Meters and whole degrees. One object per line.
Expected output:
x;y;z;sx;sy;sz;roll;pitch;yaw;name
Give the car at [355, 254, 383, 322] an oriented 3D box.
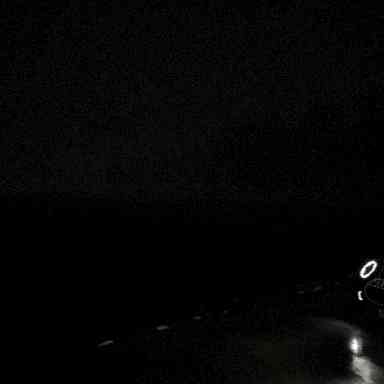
5.132;1.380;6.227;4.553;1.767;2.097;0;0;-32;car
